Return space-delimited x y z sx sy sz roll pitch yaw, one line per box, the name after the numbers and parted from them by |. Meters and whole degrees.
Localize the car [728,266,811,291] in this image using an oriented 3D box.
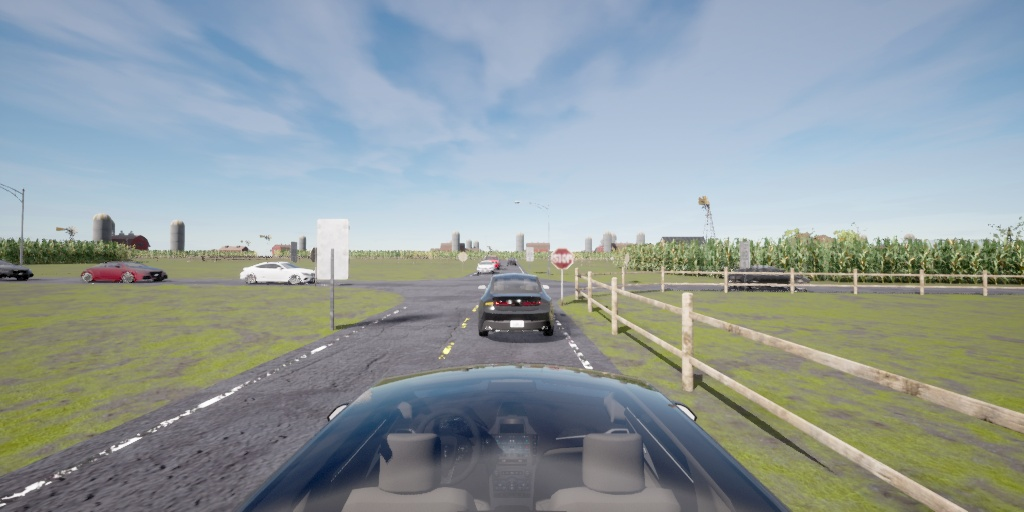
16.519 1.439 23.213 4.892 1.490 1.837 1 -1 0 | car

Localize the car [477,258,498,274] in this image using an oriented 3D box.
-2.881 1.264 40.597 1.812 1.442 4.674 0 0 0 | car

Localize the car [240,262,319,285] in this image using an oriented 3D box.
-14.957 1.103 23.217 4.674 1.442 1.812 0 -1 2 | car

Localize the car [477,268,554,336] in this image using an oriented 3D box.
0.066 1.256 10.355 1.837 1.490 4.892 0 0 -1 | car

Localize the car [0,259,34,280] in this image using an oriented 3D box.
-34.425 0.879 23.355 4.892 1.490 1.837 1 -1 0 | car

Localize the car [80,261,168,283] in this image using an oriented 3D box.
-25.116 1.035 23.331 4.181 1.385 1.994 1 -1 1 | car

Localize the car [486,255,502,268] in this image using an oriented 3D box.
-2.889 0.948 51.521 2.150 2.045 5.566 0 0 0 | car
